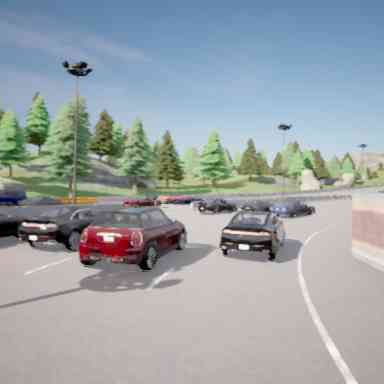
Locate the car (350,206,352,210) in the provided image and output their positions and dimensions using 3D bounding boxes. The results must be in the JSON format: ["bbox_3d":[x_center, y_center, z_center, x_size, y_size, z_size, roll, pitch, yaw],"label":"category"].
[{"bbox_3d":[17.191,1.495,32.348,4.718,1.301,1.895,-1,1,-45],"label":"car"}]

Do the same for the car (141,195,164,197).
[{"bbox_3d":[-5.906,1.283,38.717,1.895,1.301,4.718,1,0,42],"label":"car"}]

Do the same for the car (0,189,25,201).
[{"bbox_3d":[-20.929,0.733,36.467,2.150,2.045,5.566,1,0,33],"label":"car"}]

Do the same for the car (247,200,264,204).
[{"bbox_3d":[6.350,1.416,31.159,1.994,1.385,4.181,1,1,43],"label":"car"}]

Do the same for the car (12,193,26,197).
[{"bbox_3d":[-16.806,1.123,36.355,1.994,1.385,4.181,1,0,35],"label":"car"}]

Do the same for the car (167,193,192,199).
[{"bbox_3d":[-0.845,1.220,49.052,4.718,1.301,1.895,0,1,-45],"label":"car"}]

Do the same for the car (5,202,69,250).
[{"bbox_3d":[-4.610,1.332,13.490,2.128,1.511,4.902,1,0,18],"label":"car"}]

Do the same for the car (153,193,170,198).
[{"bbox_3d":[-3.276,0.946,51.566,4.553,1.767,2.097,0,1,-45],"label":"car"}]

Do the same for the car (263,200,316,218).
[{"bbox_3d":[8.781,1.437,28.966,5.357,1.411,2.033,0,1,-44],"label":"car"}]

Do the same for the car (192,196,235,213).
[{"bbox_3d":[2.441,1.335,32.106,1.812,1.442,4.674,1,0,42],"label":"car"}]

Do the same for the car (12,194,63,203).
[{"bbox_3d":[-14.794,1.167,32.691,1.994,1.385,4.181,1,0,33],"label":"car"}]

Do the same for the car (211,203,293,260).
[{"bbox_3d":[2.429,1.456,12.564,2.128,1.511,4.902,2,1,20],"label":"car"}]

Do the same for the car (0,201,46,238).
[{"bbox_3d":[-8.436,1.294,13.049,2.128,1.511,4.902,1,0,16],"label":"car"}]

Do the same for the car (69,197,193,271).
[{"bbox_3d":[-1.688,1.256,10.994,2.097,1.767,4.553,1,1,15],"label":"car"}]
